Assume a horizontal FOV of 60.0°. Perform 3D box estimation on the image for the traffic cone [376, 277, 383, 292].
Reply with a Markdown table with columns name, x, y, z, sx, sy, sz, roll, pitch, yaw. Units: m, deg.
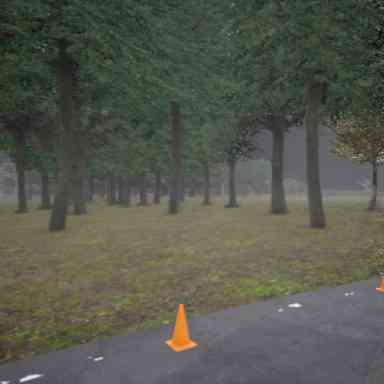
| name | x | y | z | sx | sy | sz | roll | pitch | yaw |
| --- | --- | --- | --- | --- | --- | --- | --- | --- | --- |
| traffic cone | 4.363 | 1.906 | 7.423 | 0.340 | 0.580 | 0.340 | 0 | 0 | -27 |

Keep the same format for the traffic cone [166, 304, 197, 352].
| name | x | y | z | sx | sy | sz | roll | pitch | yaw |
| --- | --- | --- | --- | --- | --- | --- | --- | --- | --- |
| traffic cone | -0.150 | 1.922 | 4.834 | 0.340 | 0.580 | 0.340 | 0 | 0 | -32 |
